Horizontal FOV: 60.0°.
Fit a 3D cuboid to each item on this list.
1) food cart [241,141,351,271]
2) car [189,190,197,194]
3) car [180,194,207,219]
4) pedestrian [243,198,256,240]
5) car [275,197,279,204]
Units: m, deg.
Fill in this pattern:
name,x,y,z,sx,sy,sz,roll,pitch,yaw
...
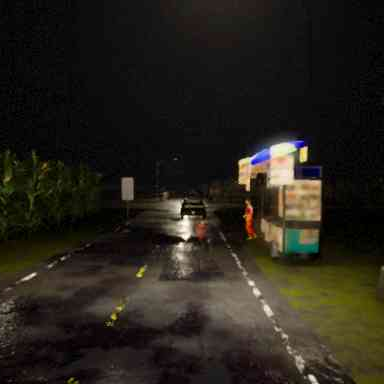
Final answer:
name,x,y,z,sx,sy,sz,roll,pitch,yaw
food cart,3.184,0.329,11.451,2.280,3.560,4.660,1,2,0
car,0.258,0.447,89.514,1.895,1.301,4.718,0,1,0
car,0.090,1.186,25.372,2.128,1.511,4.902,0,1,0
pedestrian,2.461,1.122,14.274,0.375,1.860,0.375,-1,2,-3
car,12.096,0.991,38.989,5.008,1.535,1.882,0,1,4
